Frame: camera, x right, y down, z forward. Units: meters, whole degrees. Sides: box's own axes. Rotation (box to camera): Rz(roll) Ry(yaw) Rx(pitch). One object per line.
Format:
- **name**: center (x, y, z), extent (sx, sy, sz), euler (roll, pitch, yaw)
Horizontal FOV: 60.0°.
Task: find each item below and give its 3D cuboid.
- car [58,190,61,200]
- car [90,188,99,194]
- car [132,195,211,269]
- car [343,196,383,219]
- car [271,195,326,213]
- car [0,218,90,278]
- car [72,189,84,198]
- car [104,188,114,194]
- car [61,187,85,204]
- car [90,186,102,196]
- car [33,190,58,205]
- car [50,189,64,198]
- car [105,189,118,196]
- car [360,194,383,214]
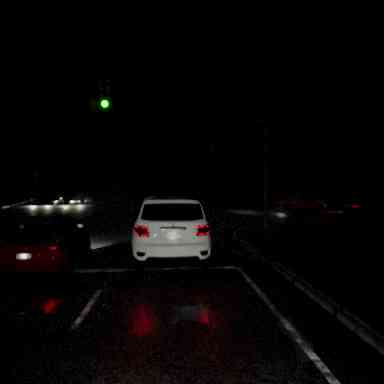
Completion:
- **car**: center (-20.828, 0.504, 49.704), extent (2.033, 1.411, 5.357), euler (0, 1, -18)
- **car**: center (-23.566, -0.218, 80.083), extent (1.994, 1.385, 4.181), euler (0, 1, -18)
- **car**: center (-0.717, 1.093, 10.965), extent (2.150, 2.045, 5.566), euler (0, 1, -5)
- **car**: center (13.263, 1.253, 23.736), extent (4.902, 1.511, 2.128), euler (1, 1, -15)
- **car**: center (9.616, 1.038, 30.153), extent (5.008, 1.535, 1.882), euler (1, 1, -15)
- **car**: center (-4.305, 1.461, 9.923), extent (1.994, 1.385, 4.181), euler (0, 1, -8)
- **car**: center (-20.704, 0.197, 60.475), extent (1.882, 1.535, 5.008), euler (-1, 1, -19)
- **car**: center (-20.251, -0.204, 81.208), extent (1.895, 1.301, 4.718), euler (0, 1, -18)
- **car**: center (-14.599, 0.368, 41.519), extent (2.150, 2.045, 5.566), euler (0, 1, -16)
- **car**: center (-20.283, -0.265, 70.229), extent (2.150, 2.045, 5.566), euler (-1, 1, -19)
- **car**: center (-17.893, 0.656, 40.325), extent (1.882, 1.535, 5.008), euler (0, 1, -17)
- **car**: center (-24.085, 0.293, 59.553), extent (2.033, 1.411, 5.357), euler (-1, 1, -19)
- **car**: center (-16.954, 0.020, 71.318), extent (2.033, 1.411, 5.357), euler (-1, 1, -19)
- **car**: center (19.305, 1.200, 32.774), extent (4.553, 1.767, 2.097), euler (2, 1, -15)
